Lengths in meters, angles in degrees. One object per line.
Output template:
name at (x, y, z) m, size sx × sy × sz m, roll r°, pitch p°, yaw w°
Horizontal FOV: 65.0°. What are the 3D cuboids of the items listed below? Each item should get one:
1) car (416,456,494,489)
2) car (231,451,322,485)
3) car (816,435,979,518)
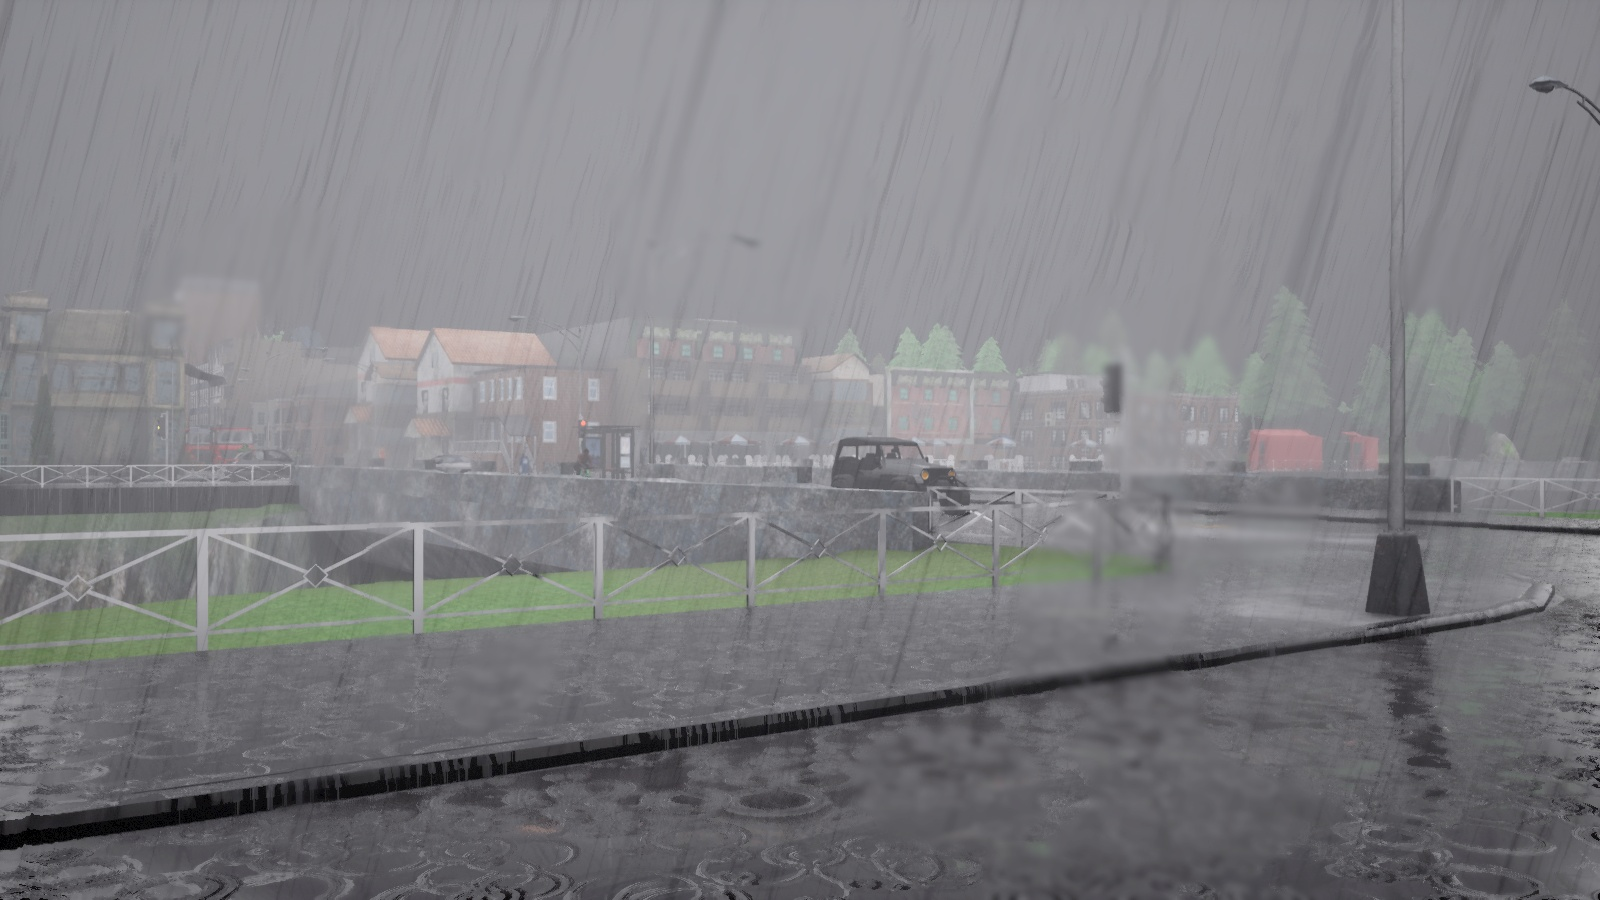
car at (-15.367, 0.971, 55.815) m, size 1.994 × 1.385 × 4.181 m, roll 0°, pitch 0°, yaw -36°
car at (-25.528, 0.842, 61.232) m, size 3.988 × 1.617 × 1.851 m, roll 0°, pitch 0°, yaw -26°
car at (2.290, 0.604, 30.450) m, size 1.905 × 1.878 × 3.866 m, roll 0°, pitch 0°, yaw -35°
